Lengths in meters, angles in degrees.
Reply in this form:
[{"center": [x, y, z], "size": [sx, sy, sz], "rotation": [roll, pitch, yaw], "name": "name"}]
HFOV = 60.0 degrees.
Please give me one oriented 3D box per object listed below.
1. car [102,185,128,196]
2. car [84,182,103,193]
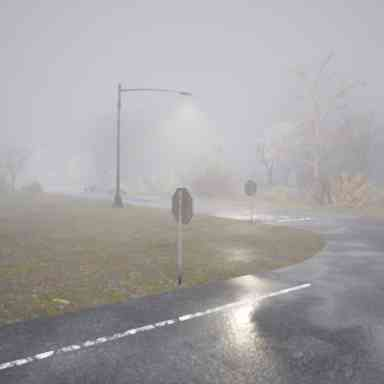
[{"center": [-11.821, -0.128, 51.781], "size": [1.895, 1.301, 4.718], "rotation": [0, 2, -36], "name": "car"}, {"center": [-17.649, -0.830, 59.898], "size": [2.150, 2.045, 5.566], "rotation": [0, 2, -36], "name": "car"}]
